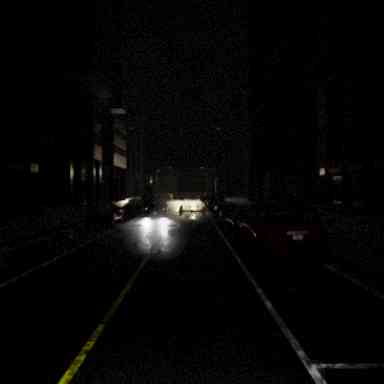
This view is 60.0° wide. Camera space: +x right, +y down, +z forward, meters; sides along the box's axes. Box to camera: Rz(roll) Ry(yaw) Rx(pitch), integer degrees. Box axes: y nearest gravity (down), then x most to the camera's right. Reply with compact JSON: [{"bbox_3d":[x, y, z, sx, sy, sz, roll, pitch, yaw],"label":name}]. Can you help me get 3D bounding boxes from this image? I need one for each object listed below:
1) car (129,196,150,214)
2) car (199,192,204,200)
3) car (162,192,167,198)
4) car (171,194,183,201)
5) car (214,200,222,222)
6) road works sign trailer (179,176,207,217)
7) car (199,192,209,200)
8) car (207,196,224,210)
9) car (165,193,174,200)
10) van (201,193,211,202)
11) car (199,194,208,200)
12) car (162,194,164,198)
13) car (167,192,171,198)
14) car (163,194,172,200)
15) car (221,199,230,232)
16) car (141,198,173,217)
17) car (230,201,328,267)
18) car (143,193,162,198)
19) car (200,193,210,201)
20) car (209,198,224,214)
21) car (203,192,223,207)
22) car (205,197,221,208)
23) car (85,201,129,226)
[{"bbox_3d":[-5.739,1.404,33.486,2.008,1.369,4.403,0,0,0],"label":"car"},{"bbox_3d":[2.808,1.172,61.492,1.967,1.590,4.097,0,0,0],"label":"car"},{"bbox_3d":[-5.722,1.196,55.894,1.967,1.590,4.097,0,0,0],"label":"car"},{"bbox_3d":[-2.944,1.123,70.678,1.837,1.490,4.892,0,0,0],"label":"car"},{"bbox_3d":[2.778,1.467,22.280,1.947,1.339,4.313,0,0,0],"label":"car"},{"bbox_3d":[0.024,0.334,29.680,2.380,3.560,2.880,0,0,0],"label":"road works sign trailer"},{"bbox_3d":[2.821,0.975,78.297,2.192,1.841,5.009,0,0,0],"label":"car"},{"bbox_3d":[2.787,1.377,33.653,1.752,1.417,4.829,0,0,0],"label":"car"},{"bbox_3d":[-5.700,1.077,83.905,1.967,1.590,4.097,0,0,0],"label":"car"},{"bbox_3d":[2.812,1.049,67.093,1.690,1.788,3.998,0,0,0],"label":"van"},{"bbox_3d":[2.826,1.188,83.900,2.008,1.369,4.403,0,0,0],"label":"car"},{"bbox_3d":[-5.726,1.346,50.292,1.947,1.339,4.313,0,0,0],"label":"car"},{"bbox_3d":[-5.709,1.000,72.700,2.192,1.841,5.009,0,0,0],"label":"car"},{"bbox_3d":[-5.704,1.187,78.133,1.752,1.417,4.829,0,0,0],"label":"car"},{"bbox_3d":[2.773,1.366,16.678,1.967,1.590,4.097,0,0,0],"label":"car"},{"bbox_3d":[-3.075,1.469,29.889,1.895,1.301,4.718,0,0,0],"label":"car"},{"bbox_3d":[2.768,1.265,11.076,2.192,1.841,5.009,0,0,0],"label":"car"},{"bbox_3d":[-5.731,1.119,44.690,2.192,1.841,5.009,0,0,0],"label":"car"},{"bbox_3d":[2.817,1.124,72.695,1.967,1.590,4.097,0,0,0],"label":"car"},{"bbox_3d":[2.782,1.428,27.882,2.008,1.369,4.403,0,0,0],"label":"car"},{"bbox_3d":[2.790,1.143,39.085,2.192,1.841,5.009,0,0,0],"label":"car"},{"bbox_3d":[2.795,1.386,44.688,1.802,1.307,4.206,0,0,0],"label":"car"},{"bbox_3d":[-5.747,1.447,22.282,1.887,1.381,4.507,0,0,0],"label":"car"}]
